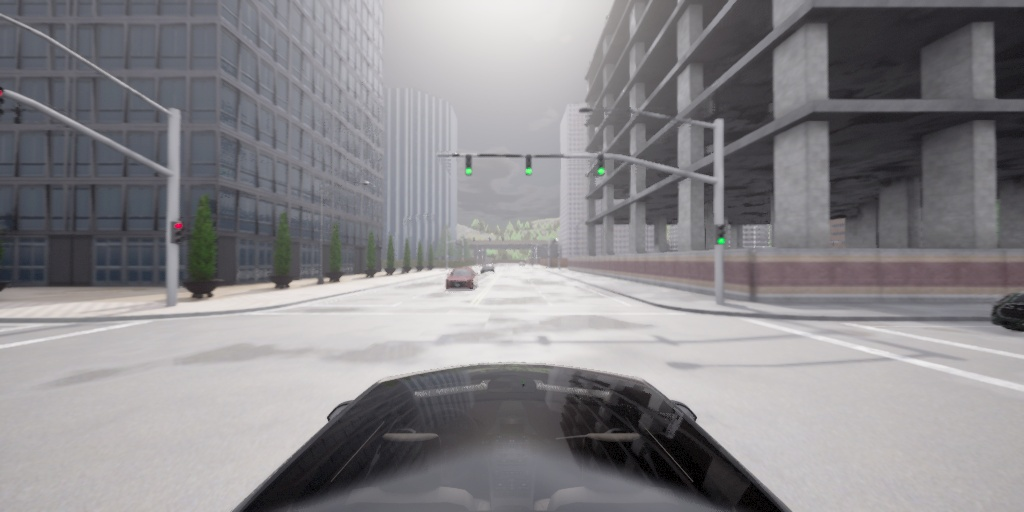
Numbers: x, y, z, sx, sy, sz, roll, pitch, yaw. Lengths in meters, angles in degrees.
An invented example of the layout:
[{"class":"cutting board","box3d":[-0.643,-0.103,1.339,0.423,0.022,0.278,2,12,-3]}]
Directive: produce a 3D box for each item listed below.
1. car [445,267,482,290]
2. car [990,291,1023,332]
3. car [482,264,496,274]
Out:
[{"class":"car","box3d":[-3.493,1.589,25.461,1.882,1.535,5.008,0,0,0]},{"class":"car","box3d":[15.245,1.170,8.967,4.553,1.767,2.097,0,-1,0]},{"class":"car","box3d":[-3.488,1.865,53.303,1.994,1.385,4.181,0,-1,0]}]
